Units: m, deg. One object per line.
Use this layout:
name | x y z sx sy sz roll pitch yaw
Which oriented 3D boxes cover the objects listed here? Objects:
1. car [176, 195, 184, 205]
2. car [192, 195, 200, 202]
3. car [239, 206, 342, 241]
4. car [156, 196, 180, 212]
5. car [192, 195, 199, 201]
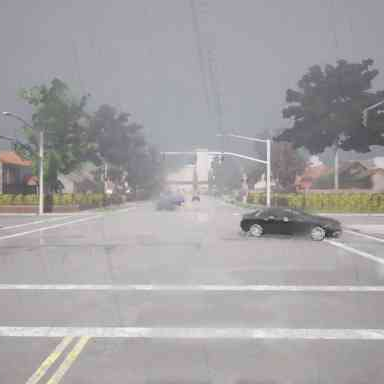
car | -2.786 1.478 54.865 1.882 1.535 5.008 0 0 1
car | 0.964 1.500 79.081 1.837 1.490 4.892 0 0 0
car | 4.809 1.505 16.613 4.892 1.490 1.837 0 2 27
car | -2.963 1.547 38.820 2.033 1.411 5.357 0 0 3
car | 1.032 1.514 89.479 1.812 1.442 4.674 0 0 0
